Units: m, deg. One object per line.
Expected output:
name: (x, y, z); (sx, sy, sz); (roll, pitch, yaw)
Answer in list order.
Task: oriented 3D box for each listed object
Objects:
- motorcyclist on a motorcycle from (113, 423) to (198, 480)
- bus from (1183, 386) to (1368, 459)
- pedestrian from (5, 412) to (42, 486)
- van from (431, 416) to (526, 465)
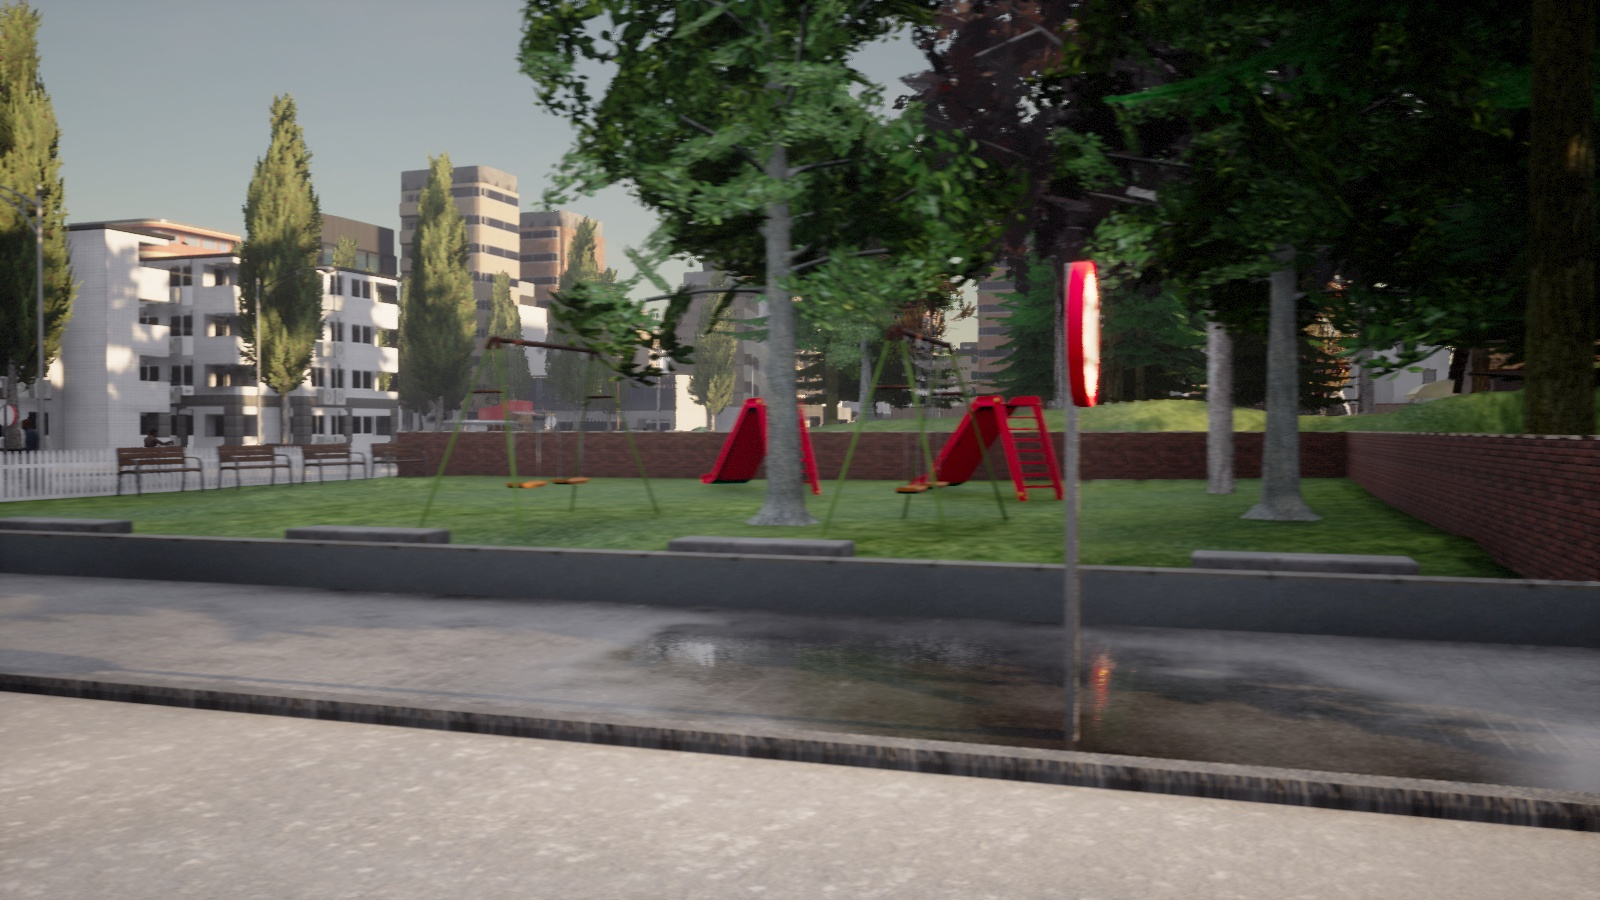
motorcyclist on a motorcycle: (-19.016, 0.026, 37.128); (0.766, 1.649, 2.350); (1, 1, 19)
bus: (28.716, -1.661, 76.492); (10.273, 4.253, 3.944); (1, 1, 16)
pedestrian: (-19.490, -0.036, 31.542); (0.726, 1.835, 0.370); (0, 1, -20)
van: (-13.556, -0.409, 53.233); (1.775, 1.987, 4.442); (1, 1, 19)
